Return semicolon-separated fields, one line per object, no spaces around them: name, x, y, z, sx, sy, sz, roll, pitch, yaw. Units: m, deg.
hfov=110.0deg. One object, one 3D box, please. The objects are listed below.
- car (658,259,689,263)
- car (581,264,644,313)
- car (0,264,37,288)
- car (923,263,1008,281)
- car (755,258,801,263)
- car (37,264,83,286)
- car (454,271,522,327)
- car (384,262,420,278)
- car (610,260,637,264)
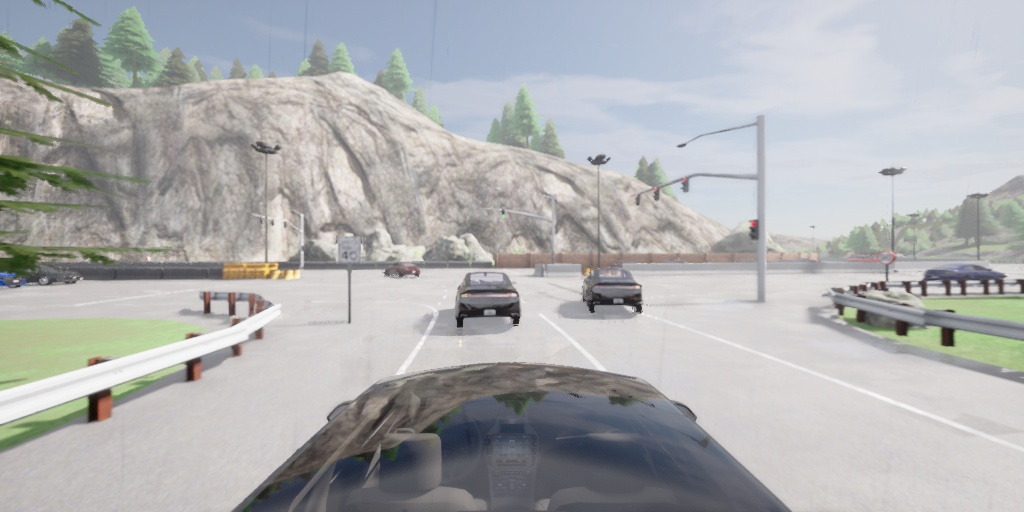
car;20.783;1.158;46.990;4.902;1.511;2.128;0;0;-8
car;3.781;1.226;13.919;2.128;1.511;4.902;-1;0;9
car;-32.366;1.237;21.257;5.008;1.535;1.882;0;0;-8
car;29.353;1.196;23.303;4.674;1.442;1.812;0;0;-9
car;36.574;1.156;49.373;4.674;1.442;1.812;0;0;-9
car;-32.958;1.262;24.708;4.892;1.490;1.837;0;0;-8
car;-0.841;1.238;11.613;2.128;1.511;4.902;0;0;-6
car;-10.516;1.269;34.230;1.812;1.442;4.674;1;0;-44
car;16.627;1.231;53.444;4.181;1.385;1.994;0;0;-8
